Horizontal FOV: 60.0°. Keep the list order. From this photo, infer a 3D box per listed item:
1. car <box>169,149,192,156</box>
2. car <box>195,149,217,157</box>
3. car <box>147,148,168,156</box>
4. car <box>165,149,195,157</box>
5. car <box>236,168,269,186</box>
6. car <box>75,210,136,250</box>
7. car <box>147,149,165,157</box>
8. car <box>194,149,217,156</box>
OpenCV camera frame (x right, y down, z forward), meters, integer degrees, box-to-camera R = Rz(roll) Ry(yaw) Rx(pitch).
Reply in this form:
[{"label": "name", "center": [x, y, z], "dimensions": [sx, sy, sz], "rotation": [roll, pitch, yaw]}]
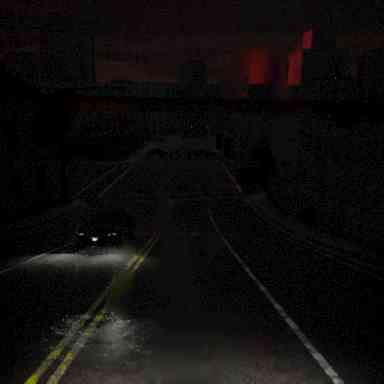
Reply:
[{"label": "car", "center": [-2.446, -8.290, 69.523], "dimensions": [4.536, 1.218, 1.853], "rotation": [-8, 16, -36]}, {"label": "car", "center": [2.877, -8.216, 70.309], "dimensions": [4.974, 1.542, 2.038], "rotation": [8, 15, 28]}, {"label": "car", "center": [-7.133, -8.368, 69.506], "dimensions": [4.536, 1.218, 1.853], "rotation": [13, 17, 42]}, {"label": "car", "center": [-2.491, -8.131, 69.528], "dimensions": [4.974, 1.542, 2.038], "rotation": [-8, 16, -36]}, {"label": "car", "center": [8.428, -1.993, 42.452], "dimensions": [5.566, 2.045, 2.150], "rotation": [-1, 13, -10]}, {"label": "car", "center": [-3.686, 1.596, 14.977], "dimensions": [1.837, 1.490, 4.892], "rotation": [1, -1, 0]}, {"label": "car", "center": [-7.098, -8.206, 69.507], "dimensions": [4.974, 1.542, 2.038], "rotation": [13, 17, 42]}, {"label": "car", "center": [2.834, -8.375, 70.298], "dimensions": [4.536, 1.218, 1.853], "rotation": [8, 15, 28]}]
